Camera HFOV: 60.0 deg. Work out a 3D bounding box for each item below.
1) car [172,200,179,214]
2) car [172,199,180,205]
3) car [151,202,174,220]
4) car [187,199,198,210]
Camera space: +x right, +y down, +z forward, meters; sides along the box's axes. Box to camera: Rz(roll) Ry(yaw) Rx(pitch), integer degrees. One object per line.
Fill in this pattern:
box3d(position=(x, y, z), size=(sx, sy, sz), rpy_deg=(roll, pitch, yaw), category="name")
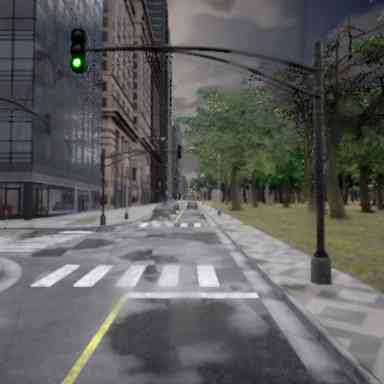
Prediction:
box3d(position=(-3.101, 2.181, 44.570), size=(1.837, 1.490, 4.892), rpy_deg=(0, -1, 0), category="car")
box3d(position=(-3.079, 2.354, 54.979), size=(1.837, 1.490, 4.892), rpy_deg=(0, -1, 0), category="car")
box3d(position=(-3.130, 2.057, 34.437), size=(2.033, 1.411, 5.357), rpy_deg=(0, -1, -4), category="car")
box3d(position=(0.095, 2.445, 61.091), size=(2.128, 1.511, 4.902), rpy_deg=(0, -1, 0), category="car")
